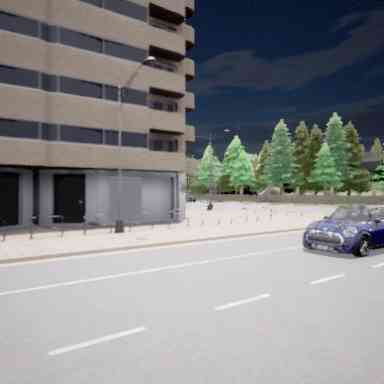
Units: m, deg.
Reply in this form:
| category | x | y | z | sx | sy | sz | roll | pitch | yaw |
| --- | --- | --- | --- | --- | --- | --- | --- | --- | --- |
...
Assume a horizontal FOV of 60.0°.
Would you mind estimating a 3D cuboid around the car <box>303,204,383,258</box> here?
| category | x | y | z | sx | sy | sz | roll | pitch | yaw |
| --- | --- | --- | --- | --- | --- | --- | --- | --- | --- |
| car | 6.319 | 1.310 | 12.755 | 4.553 | 1.767 | 2.097 | 0 | 0 | -35 |

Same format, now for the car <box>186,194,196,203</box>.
| category | x | y | z | sx | sy | sz | roll | pitch | yaw |
| --- | --- | --- | --- | --- | --- | --- | --- | --- | --- |
| car | -1.568 | 1.174 | 64.727 | 4.553 | 1.767 | 2.097 | 0 | 0 | 35 |
